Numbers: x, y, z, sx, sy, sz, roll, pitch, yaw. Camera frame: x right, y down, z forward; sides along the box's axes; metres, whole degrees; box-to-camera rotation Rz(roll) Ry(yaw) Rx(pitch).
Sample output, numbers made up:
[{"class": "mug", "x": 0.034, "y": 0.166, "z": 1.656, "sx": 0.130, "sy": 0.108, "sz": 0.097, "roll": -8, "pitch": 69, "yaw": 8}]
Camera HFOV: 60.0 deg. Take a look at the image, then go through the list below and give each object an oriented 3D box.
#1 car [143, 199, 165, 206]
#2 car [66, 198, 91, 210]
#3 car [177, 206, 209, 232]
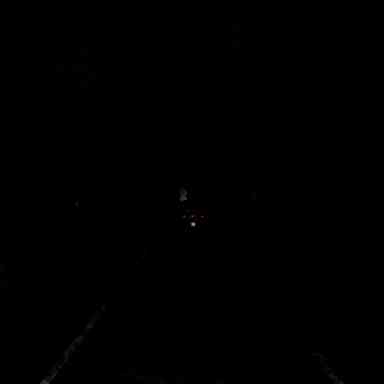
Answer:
[{"class": "car", "x": -7.279, "y": 2.025, "z": 63.883, "sx": 4.181, "sy": 1.385, "sz": 1.994, "roll": 0, "pitch": -1, "yaw": -20}, {"class": "car", "x": -17.275, "y": 1.719, "z": 50.816, "sx": 2.097, "sy": 1.767, "sz": 4.553, "roll": 0, "pitch": 0, "yaw": 10}, {"class": "car", "x": 0.085, "y": 1.648, "z": 21.439, "sx": 2.128, "sy": 1.511, "sz": 4.902, "roll": 0, "pitch": 0, "yaw": 0}]
